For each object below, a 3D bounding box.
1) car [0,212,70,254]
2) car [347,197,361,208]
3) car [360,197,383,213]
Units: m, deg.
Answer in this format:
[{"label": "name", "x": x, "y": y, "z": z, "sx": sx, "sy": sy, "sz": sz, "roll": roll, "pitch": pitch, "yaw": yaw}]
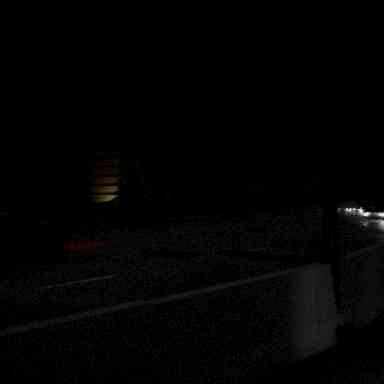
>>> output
[{"label": "car", "x": -7.004, "y": 1.533, "z": 12.045, "sx": 4.892, "sy": 1.490, "sz": 1.837, "roll": 0, "pitch": 0, "yaw": -38}, {"label": "car", "x": 21.912, "y": 1.403, "z": 43.755, "sx": 1.994, "sy": 1.385, "sz": 4.181, "roll": 0, "pitch": 0, "yaw": 39}, {"label": "car", "x": 19.874, "y": 1.358, "z": 35.651, "sx": 1.837, "sy": 1.490, "sz": 4.892, "roll": 0, "pitch": 0, "yaw": 39}]
